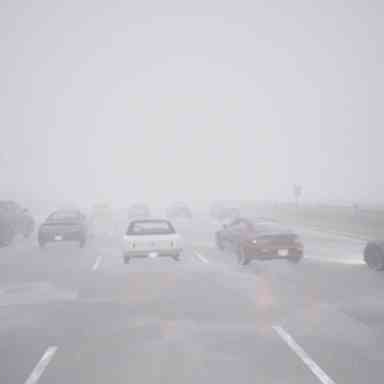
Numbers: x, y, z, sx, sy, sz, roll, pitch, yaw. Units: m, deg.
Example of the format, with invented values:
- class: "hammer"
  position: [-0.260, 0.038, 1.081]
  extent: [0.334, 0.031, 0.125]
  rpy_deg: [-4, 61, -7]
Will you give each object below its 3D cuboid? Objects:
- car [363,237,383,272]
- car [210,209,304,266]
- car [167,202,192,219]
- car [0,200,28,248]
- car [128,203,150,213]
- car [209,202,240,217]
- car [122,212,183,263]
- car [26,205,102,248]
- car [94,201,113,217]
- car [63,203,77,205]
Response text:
- class: "car"
  position: [6.241, 1.512, 8.181]
  extent: [1.994, 1.385, 4.181]
  rpy_deg: [-1, 0, -9]
- class: "car"
  position: [2.163, 1.535, 11.589]
  extent: [1.812, 1.442, 4.674]
  rpy_deg: [-1, 0, -10]
- class: "car"
  position: [-1.163, 1.630, 29.642]
  extent: [1.812, 1.442, 4.674]
  rpy_deg: [-1, 0, -11]
- class: "car"
  position: [-9.250, 1.384, 15.683]
  extent: [2.150, 2.045, 5.566]
  rpy_deg: [-1, 0, -10]
- class: "car"
  position: [-5.004, 1.720, 31.132]
  extent: [1.994, 1.385, 4.181]
  rpy_deg: [-1, 0, -11]
- class: "car"
  position: [2.752, 1.576, 27.739]
  extent: [1.812, 1.442, 4.674]
  rpy_deg: [-1, 0, -11]
- class: "car"
  position: [-1.562, 1.658, 12.392]
  extent: [1.895, 1.301, 4.718]
  rpy_deg: [-1, 0, -10]
- class: "car"
  position: [-5.685, 1.609, 15.483]
  extent: [2.128, 1.511, 4.902]
  rpy_deg: [-1, 0, -10]
- class: "car"
  position: [-9.074, 1.693, 33.870]
  extent: [1.882, 1.535, 5.008]
  rpy_deg: [-1, 0, -11]
- class: "car"
  position: [-12.831, 1.829, 34.926]
  extent: [1.994, 1.385, 4.181]
  rpy_deg: [-1, 0, -11]
